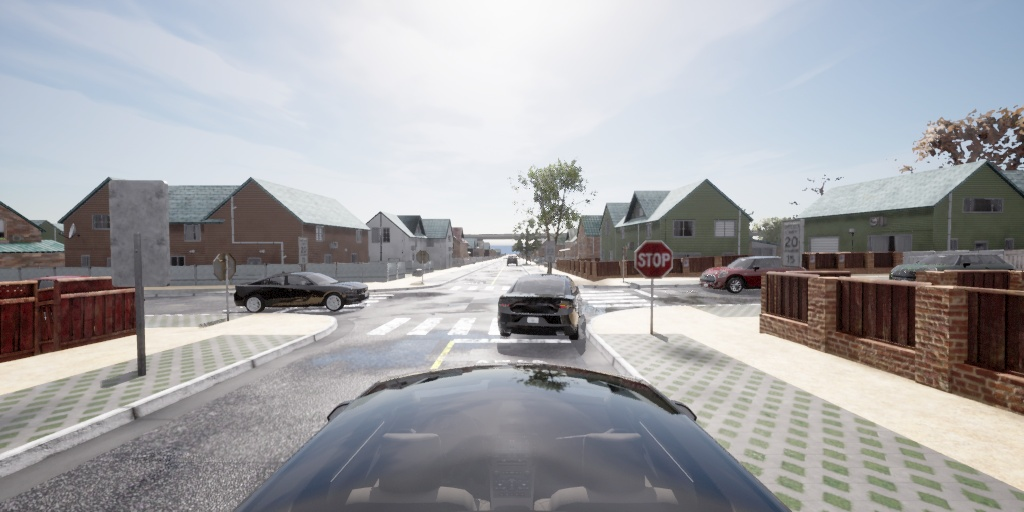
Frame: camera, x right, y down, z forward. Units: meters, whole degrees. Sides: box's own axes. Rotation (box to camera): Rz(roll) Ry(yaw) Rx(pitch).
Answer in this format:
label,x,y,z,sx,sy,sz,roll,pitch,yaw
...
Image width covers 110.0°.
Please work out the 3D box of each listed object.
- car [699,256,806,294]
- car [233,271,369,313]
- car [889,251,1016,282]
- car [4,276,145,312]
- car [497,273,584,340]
label,x,y,z,sx,sy,sz,roll,pitch,yaw
car,11.816,0.820,17.717,4.553,1.767,2.097,-1,2,0
car,-8.461,1.377,14.647,5.008,1.535,1.882,-1,2,0
car,21.711,0.646,17.783,4.553,1.767,2.097,-1,2,0
car,-18.013,1.547,14.590,5.008,1.535,1.882,-1,2,0
car,0.963,1.225,10.114,1.882,1.535,5.008,0,0,12
